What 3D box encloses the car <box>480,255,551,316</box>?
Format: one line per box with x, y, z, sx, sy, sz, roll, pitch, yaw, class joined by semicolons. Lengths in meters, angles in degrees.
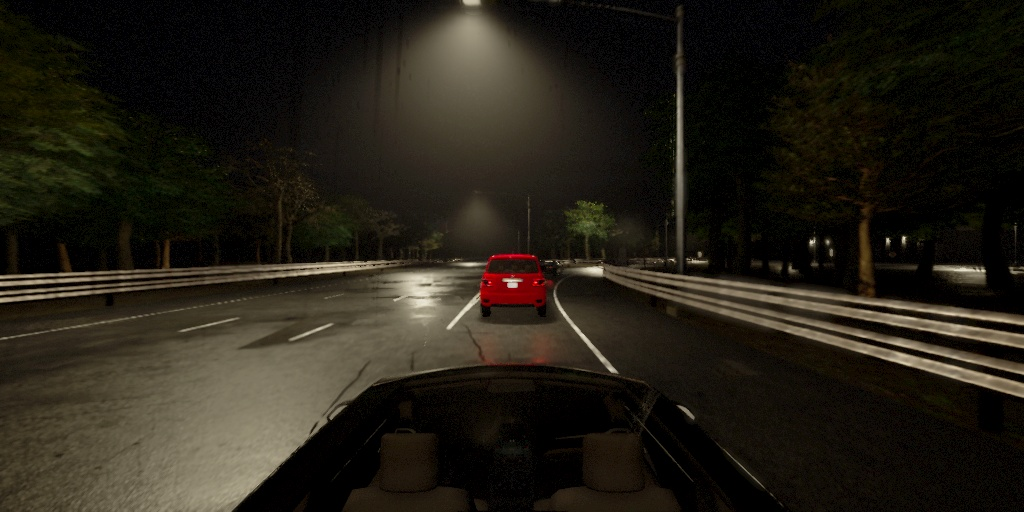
0.142;0.979;13.491;2.150;2.045;5.566;0;0;3;car

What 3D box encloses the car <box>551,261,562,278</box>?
3.482;1.208;33.503;2.128;1.511;4.902;0;0;16;car

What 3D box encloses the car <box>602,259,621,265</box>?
16.716;1.167;60.274;1.837;1.490;4.892;-1;0;36;car
